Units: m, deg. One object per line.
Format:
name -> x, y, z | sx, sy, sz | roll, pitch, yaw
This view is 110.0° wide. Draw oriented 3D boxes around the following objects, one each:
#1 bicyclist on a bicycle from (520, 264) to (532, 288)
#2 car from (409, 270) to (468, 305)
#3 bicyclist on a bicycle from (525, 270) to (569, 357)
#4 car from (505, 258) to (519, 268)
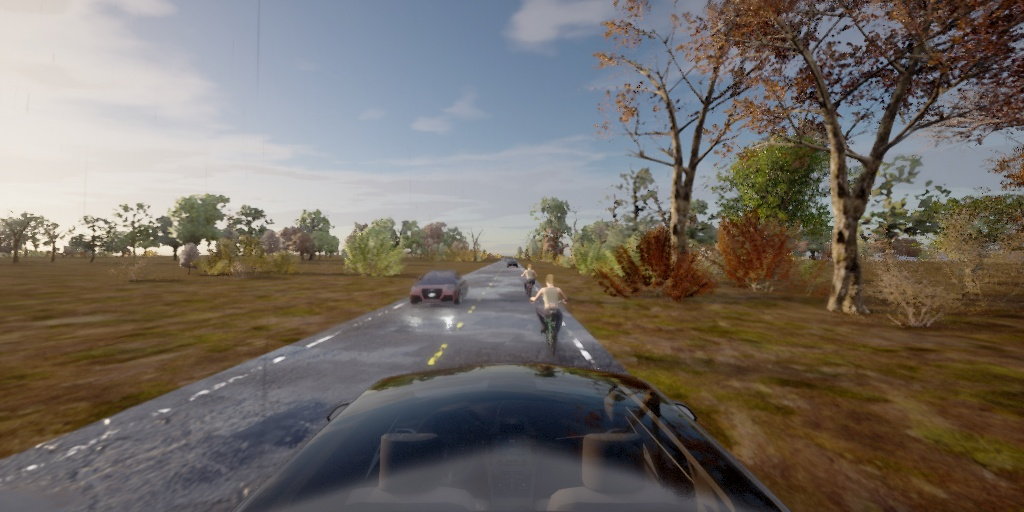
bicyclist on a bicycle -> 0.823, 1.184, 16.782 | 0.866, 1.612, 1.509 | -1, 0, 0
car -> -3.102, 1.314, 15.902 | 1.994, 1.385, 4.181 | 0, 0, 0
bicyclist on a bicycle -> 0.804, 1.184, 7.573 | 0.866, 1.612, 1.509 | -1, 0, 0
car -> 0.097, 1.257, 62.312 | 1.837, 1.490, 4.892 | 0, 0, 0
